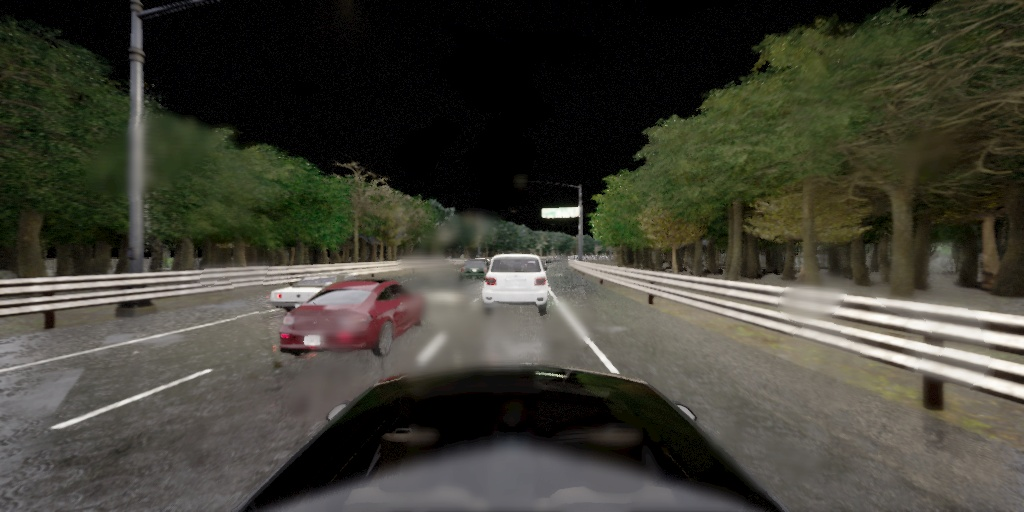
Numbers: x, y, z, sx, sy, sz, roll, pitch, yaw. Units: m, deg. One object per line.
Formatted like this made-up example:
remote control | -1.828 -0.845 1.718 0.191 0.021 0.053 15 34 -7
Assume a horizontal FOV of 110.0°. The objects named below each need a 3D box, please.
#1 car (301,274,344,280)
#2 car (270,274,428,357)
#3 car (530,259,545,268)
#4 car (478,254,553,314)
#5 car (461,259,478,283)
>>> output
car | -6.705 1.315 13.666 1.895 1.301 4.718 0 0 2
car | -3.320 1.257 8.362 1.812 1.442 4.674 0 0 1
car | 4.369 1.160 60.281 2.033 1.411 5.357 0 0 8
car | 0.198 0.952 13.778 2.150 2.045 5.566 0 0 2
car | -2.524 1.045 27.495 2.097 1.767 4.553 0 0 4
